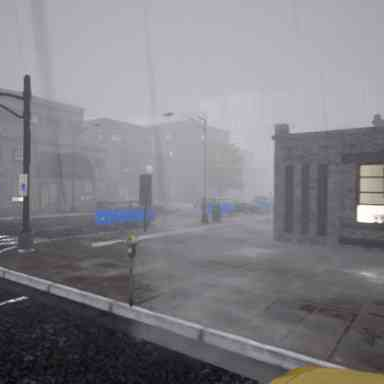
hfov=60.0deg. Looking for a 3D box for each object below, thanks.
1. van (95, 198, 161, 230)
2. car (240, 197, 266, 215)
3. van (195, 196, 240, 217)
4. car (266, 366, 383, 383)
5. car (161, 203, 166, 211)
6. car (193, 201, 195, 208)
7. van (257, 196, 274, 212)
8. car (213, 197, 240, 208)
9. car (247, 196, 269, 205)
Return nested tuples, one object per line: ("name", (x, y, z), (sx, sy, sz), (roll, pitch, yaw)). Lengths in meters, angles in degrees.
("van", (-4.006, 1.277, 20.413), (1.690, 1.788, 3.998), (1, 0, 35))
("car", (5.495, 1.525, 33.982), (1.887, 1.381, 4.507), (1, 0, 35))
("van", (2.329, 1.305, 29.459), (1.690, 1.788, 3.998), (1, 0, 35))
("car", (2.325, 1.537, 1.213), (4.829, 1.417, 1.752), (1, 1, 35))
("car", (-4.623, 1.356, 34.142), (1.752, 1.417, 4.829), (1, 0, 35))
("car", (1.812, 1.303, 43.328), (1.967, 1.590, 4.097), (1, 0, 35))
("van", (8.665, 1.338, 38.504), (1.690, 1.788, 3.998), (1, 0, 35))
("car", (4.978, 1.425, 47.851), (1.887, 1.381, 4.507), (1, 0, 35))
("car", (11.314, 1.461, 56.895), (1.887, 1.381, 4.507), (1, 0, 35))
